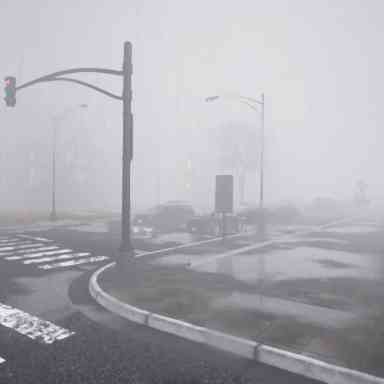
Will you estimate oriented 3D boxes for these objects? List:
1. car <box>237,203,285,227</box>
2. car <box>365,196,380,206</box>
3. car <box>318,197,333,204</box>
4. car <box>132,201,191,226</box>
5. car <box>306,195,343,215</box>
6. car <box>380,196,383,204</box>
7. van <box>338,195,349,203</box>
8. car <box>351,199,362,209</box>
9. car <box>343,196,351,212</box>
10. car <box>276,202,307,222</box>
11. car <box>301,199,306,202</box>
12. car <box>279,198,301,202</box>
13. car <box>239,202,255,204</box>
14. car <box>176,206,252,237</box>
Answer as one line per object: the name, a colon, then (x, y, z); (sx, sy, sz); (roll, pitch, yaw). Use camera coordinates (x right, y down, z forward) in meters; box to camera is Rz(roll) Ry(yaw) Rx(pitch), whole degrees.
car: (4.659, 1.737, 23.518); (1.947, 1.339, 4.313); (1, 0, 36)
car: (34.859, 1.941, 64.849); (1.752, 1.417, 4.829); (1, 0, 36)
car: (28.004, 1.849, 69.672); (1.947, 1.339, 4.313); (1, 0, 36)
car: (-1.900, 1.612, 24.582); (2.033, 1.411, 5.357); (1, 0, 36)
car: (15.112, 1.569, 37.821); (2.192, 1.841, 5.009); (1, 0, 36)
car: (41.333, 1.784, 73.659); (2.192, 1.841, 5.009); (1, 0, 36)
van: (37.864, 1.706, 83.093); (1.690, 1.788, 3.998); (1, 0, 36)
car: (24.900, 1.773, 51.291); (1.967, 1.590, 4.097); (1, 0, 36)
car: (18.370, 1.721, 42.315); (1.967, 1.590, 4.097); (1, 0, 36)
car: (7.902, 1.779, 27.935); (1.802, 1.307, 4.206); (1, 0, 36)
car: (18.044, 1.727, 56.114); (1.752, 1.417, 4.829); (1, 0, 36)
car: (12.310, 1.704, 43.848); (1.812, 1.442, 4.674); (1, 0, 37)
car: (5.681, 1.726, 34.895); (1.895, 1.301, 4.718); (1, 0, 36)
car: (1.413, 1.696, 19.100); (2.008, 1.369, 4.403); (1, 0, 36)
